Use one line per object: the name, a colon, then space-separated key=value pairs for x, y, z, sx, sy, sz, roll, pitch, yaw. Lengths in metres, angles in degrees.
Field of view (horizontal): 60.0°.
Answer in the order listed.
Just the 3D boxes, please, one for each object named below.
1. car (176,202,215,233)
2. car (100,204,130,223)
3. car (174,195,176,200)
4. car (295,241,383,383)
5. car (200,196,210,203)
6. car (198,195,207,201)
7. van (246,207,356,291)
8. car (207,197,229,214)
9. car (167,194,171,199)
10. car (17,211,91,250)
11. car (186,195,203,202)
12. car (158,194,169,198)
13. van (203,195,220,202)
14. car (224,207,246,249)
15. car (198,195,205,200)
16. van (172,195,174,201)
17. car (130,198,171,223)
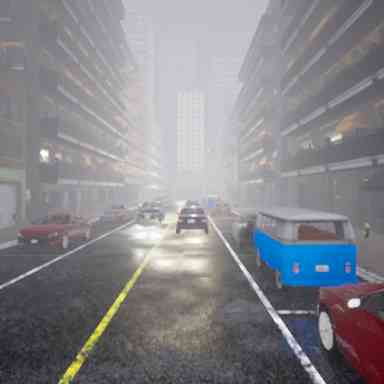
car: x=0.033 y=1.533 z=19.506 sx=2.033 sy=1.411 sz=5.357 roll=0 pitch=0 yaw=1
car: x=-5.700 y=1.564 z=25.291 sx=1.802 sy=1.307 sz=4.206 roll=0 pitch=0 yaw=0
car: x=-5.708 y=1.405 z=80.526 sx=1.967 sy=1.590 sz=4.097 roll=-1 pitch=0 yaw=0
car: x=2.683 y=1.542 z=3.186 sx=1.887 sy=1.381 sz=4.507 roll=0 pitch=0 yaw=0
car: x=2.675 y=1.517 z=69.467 sx=2.008 sy=1.369 sz=4.403 roll=-1 pitch=0 yaw=0
car: x=2.673 y=1.515 z=86.037 sx=2.008 sy=1.369 sz=4.403 roll=-1 pitch=0 yaw=0
van: x=2.681 y=1.334 z=8.709 sx=1.690 sy=1.788 sz=3.998 roll=0 pitch=0 yaw=0
car: x=2.679 y=1.504 z=30.973 sx=1.752 sy=1.417 sz=4.829 roll=-1 pitch=0 yaw=0
car: x=-5.705 y=1.512 z=63.956 sx=1.887 sy=1.381 sz=4.507 roll=0 pitch=0 yaw=0
car: x=-5.699 y=1.534 z=14.245 sx=1.887 sy=1.381 sz=4.507 roll=0 pitch=0 yaw=0
car: x=0.093 y=1.537 z=45.725 sx=1.994 sy=1.385 sz=4.181 roll=0 pitch=0 yaw=0
car: x=-5.704 y=1.535 z=58.432 sx=1.947 sy=1.339 sz=4.313 roll=0 pitch=0 yaw=0
van: x=2.676 y=1.315 z=41.851 sx=1.690 sy=1.788 sz=3.998 roll=-1 pitch=0 yaw=0
car: x=2.682 y=1.555 z=14.233 sx=1.947 sy=1.339 sz=4.313 roll=0 pitch=0 yaw=0
car: x=2.672 y=1.490 z=91.731 sx=1.752 sy=1.417 sz=4.829 roll=-1 pitch=0 yaw=0
van: x=-5.708 y=1.307 z=75.003 sx=1.690 sy=1.788 sz=3.998 roll=-1 pitch=0 yaw=0
car: x=-3.069 y=1.475 z=25.631 sx=2.128 sy=1.511 sz=4.902 roll=0 pitch=0 yaw=0
